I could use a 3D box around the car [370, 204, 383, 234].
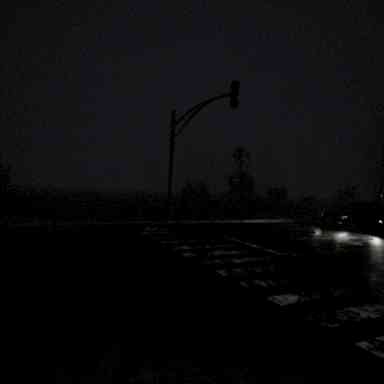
[{"bbox_3d":[11.626,1.550,17.018,4.674,1.442,1.812,2,2,-26],"label":"car"}]

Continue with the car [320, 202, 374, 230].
[{"bbox_3d":[9.881,1.322,19.775,5.008,1.535,1.882,2,2,-26],"label":"car"}]
